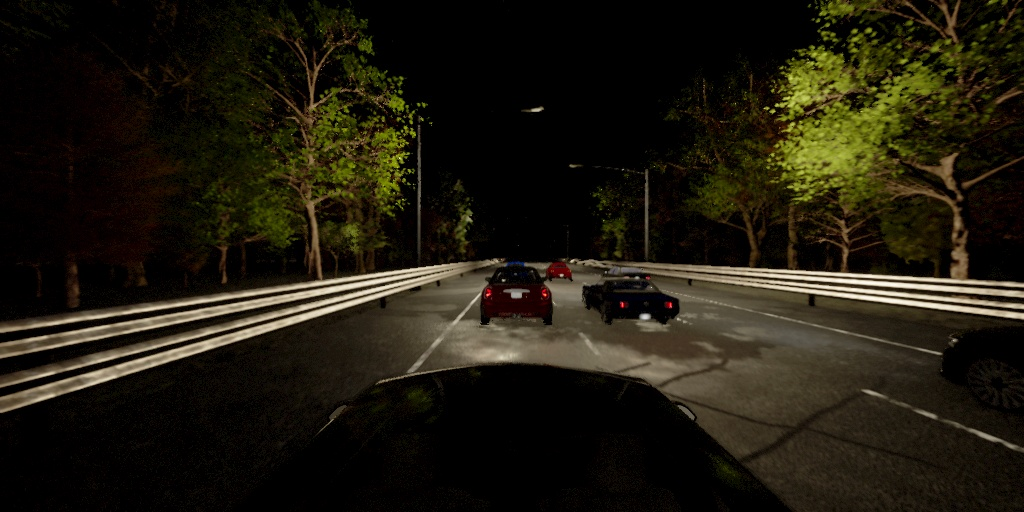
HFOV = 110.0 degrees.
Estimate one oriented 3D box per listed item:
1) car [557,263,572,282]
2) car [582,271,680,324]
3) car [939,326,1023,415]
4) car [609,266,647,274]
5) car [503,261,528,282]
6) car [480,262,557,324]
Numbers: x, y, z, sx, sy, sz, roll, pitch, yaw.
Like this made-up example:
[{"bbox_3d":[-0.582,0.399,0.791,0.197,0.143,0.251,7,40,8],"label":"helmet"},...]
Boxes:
[{"bbox_3d":[3.806,1.299,29.609,1.812,1.442,4.674,0,0,1],"label":"car"},{"bbox_3d":[3.635,1.361,11.966,1.895,1.301,4.718,0,0,0],"label":"car"},{"bbox_3d":[7.107,1.244,3.114,2.128,1.511,4.902,0,0,0],"label":"car"},{"bbox_3d":[7.223,1.317,23.039,2.033,1.411,5.357,0,0,1],"label":"car"},{"bbox_3d":[0.323,1.251,30.107,1.882,1.535,5.008,0,0,1],"label":"car"},{"bbox_3d":[0.139,1.111,12.100,2.097,1.767,4.553,0,0,0],"label":"car"}]
